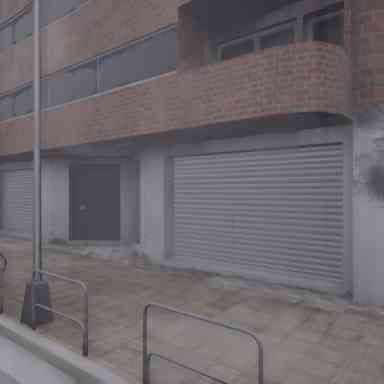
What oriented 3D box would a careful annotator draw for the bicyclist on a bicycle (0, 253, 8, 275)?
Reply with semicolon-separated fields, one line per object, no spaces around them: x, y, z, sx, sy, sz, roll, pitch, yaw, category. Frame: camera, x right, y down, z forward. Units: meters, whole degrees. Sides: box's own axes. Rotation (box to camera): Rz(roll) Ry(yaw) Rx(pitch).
-5.216;1.338;7.932;0.582;1.620;1.656;0;-4;37;bicyclist on a bicycle
